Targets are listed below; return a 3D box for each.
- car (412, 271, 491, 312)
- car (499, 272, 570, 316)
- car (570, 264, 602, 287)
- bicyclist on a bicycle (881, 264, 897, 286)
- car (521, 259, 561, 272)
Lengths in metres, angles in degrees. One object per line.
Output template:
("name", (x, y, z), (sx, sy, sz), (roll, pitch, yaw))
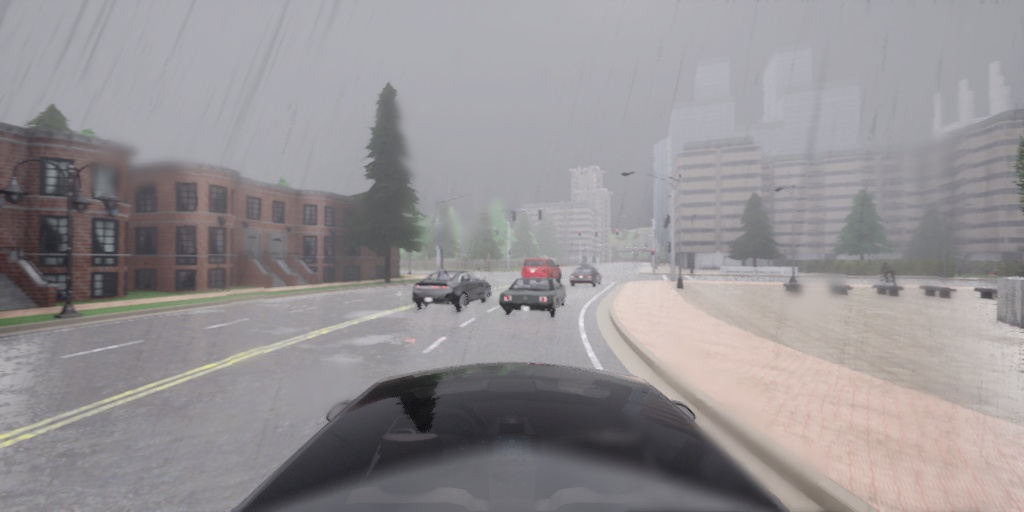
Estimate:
("car", (-2.339, 1.354, 15.048), (2.128, 1.511, 4.902), (0, 0, 15))
("car", (1.001, 1.468, 14.037), (1.895, 1.301, 4.718), (0, -1, 14))
("car", (5.710, 1.561, 27.537), (2.033, 1.411, 5.357), (0, -1, 20))
("bicyclist on a bicycle", (27.399, 1.401, 26.121), (0.582, 1.620, 1.656), (0, -1, 21))
("car", (2.433, 1.226, 28.769), (2.150, 2.045, 5.566), (0, 0, 20))
